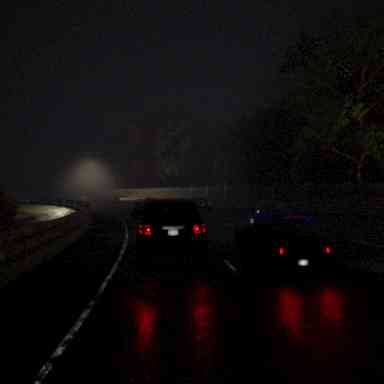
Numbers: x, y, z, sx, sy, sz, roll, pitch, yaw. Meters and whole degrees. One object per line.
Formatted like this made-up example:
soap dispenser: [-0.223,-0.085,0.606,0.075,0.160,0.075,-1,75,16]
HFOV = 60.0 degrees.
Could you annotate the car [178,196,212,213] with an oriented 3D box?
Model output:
car: [0.290,1.425,38.492,2.097,1.767,4.553,0,0,-26]

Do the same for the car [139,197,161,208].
car: [-6.715,1.608,52.689,1.882,1.535,5.008,0,0,-28]

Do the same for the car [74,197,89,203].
car: [-26.742,1.804,80.066,2.033,1.411,5.357,0,0,-41]

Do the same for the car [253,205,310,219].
car: [5.013,1.499,19.546,1.882,1.535,5.008,0,0,-11]

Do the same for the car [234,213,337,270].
car: [2.767,1.614,11.173,1.895,1.301,4.718,0,0,-6]

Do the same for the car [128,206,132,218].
car: [-4.350,1.581,28.792,1.837,1.490,4.892,0,0,-16]

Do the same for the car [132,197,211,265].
car: [-0.842,1.250,12.082,2.150,2.045,5.566,0,0,-7]

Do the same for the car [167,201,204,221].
car: [-0.675,1.553,28.637,2.128,1.511,4.902,0,0,-15]
